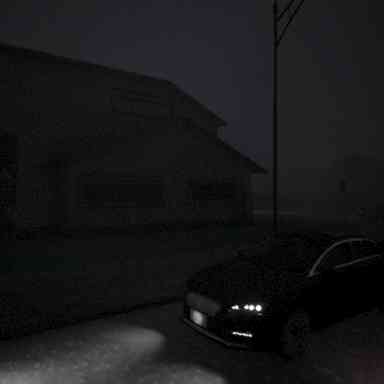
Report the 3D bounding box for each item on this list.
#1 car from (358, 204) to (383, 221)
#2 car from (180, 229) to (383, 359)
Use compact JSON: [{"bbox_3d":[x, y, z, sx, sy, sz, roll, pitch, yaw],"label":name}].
[{"bbox_3d":[15.440,1.548,25.036,2.033,1.411,5.357,0,0,-31],"label":"car"},{"bbox_3d":[2.087,1.491,6.057,4.902,1.511,2.128,0,0,-35],"label":"car"}]
